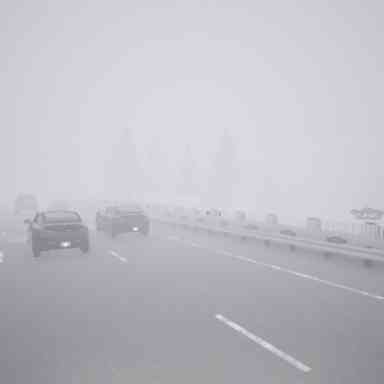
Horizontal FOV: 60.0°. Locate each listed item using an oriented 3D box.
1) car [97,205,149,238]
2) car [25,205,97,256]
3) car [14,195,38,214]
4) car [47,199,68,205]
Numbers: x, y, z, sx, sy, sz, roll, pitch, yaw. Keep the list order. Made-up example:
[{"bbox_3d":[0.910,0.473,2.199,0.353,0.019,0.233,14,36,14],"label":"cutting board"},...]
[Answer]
[{"bbox_3d":[-3.785,1.446,17.514,1.837,1.490,4.892,0,0,-29],"label":"car"},{"bbox_3d":[-5.303,1.453,12.999,1.837,1.490,4.892,0,0,-29],"label":"car"},{"bbox_3d":[-18.492,1.363,37.072,2.150,2.045,5.566,0,-1,-29],"label":"car"},{"bbox_3d":[-16.163,1.651,40.110,1.837,1.490,4.892,0,-1,-29],"label":"car"}]
